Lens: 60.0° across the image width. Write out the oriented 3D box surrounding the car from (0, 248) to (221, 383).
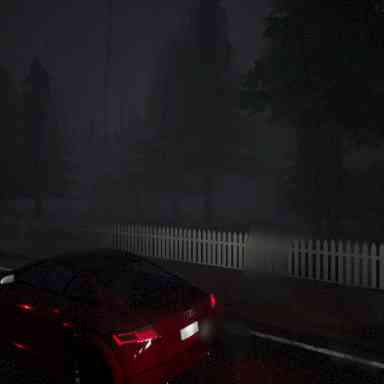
[{"bbox_3d":[-1.675,1.564,4.975,4.181,1.385,1.994,0,0,35],"label":"car"}]
